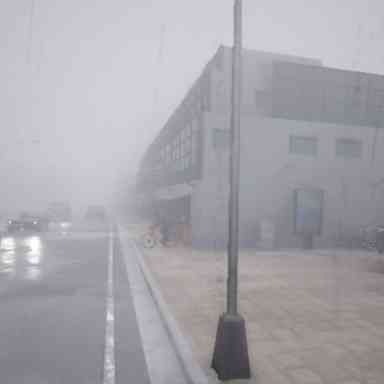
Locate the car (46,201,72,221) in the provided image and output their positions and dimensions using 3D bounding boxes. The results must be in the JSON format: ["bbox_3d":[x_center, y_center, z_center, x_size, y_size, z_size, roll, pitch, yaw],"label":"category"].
[{"bbox_3d":[-14.019,1.961,35.195,2.150,2.045,5.566,2,-2,-14],"label":"car"}]

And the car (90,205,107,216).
[{"bbox_3d":[-13.583,2.653,48.501,2.128,1.511,4.902,2,-2,-13],"label":"car"}]

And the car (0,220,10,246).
[{"bbox_3d":[-8.382,1.642,11.814,1.882,1.535,5.008,2,-2,-14],"label":"car"}]

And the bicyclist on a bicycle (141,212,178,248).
[{"bbox_3d":[-1.449,1.736,14.991,1.656,1.620,0.582,2,-2,-14],"label":"bicyclist on a bicycle"}]

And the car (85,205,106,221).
[{"bbox_3d":[-10.900,2.246,37.647,2.097,1.767,4.553,2,-2,-13],"label":"car"}]

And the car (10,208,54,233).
[{"bbox_3d":[-11.055,2.036,22.817,1.895,1.301,4.718,2,-2,-14],"label":"car"}]
